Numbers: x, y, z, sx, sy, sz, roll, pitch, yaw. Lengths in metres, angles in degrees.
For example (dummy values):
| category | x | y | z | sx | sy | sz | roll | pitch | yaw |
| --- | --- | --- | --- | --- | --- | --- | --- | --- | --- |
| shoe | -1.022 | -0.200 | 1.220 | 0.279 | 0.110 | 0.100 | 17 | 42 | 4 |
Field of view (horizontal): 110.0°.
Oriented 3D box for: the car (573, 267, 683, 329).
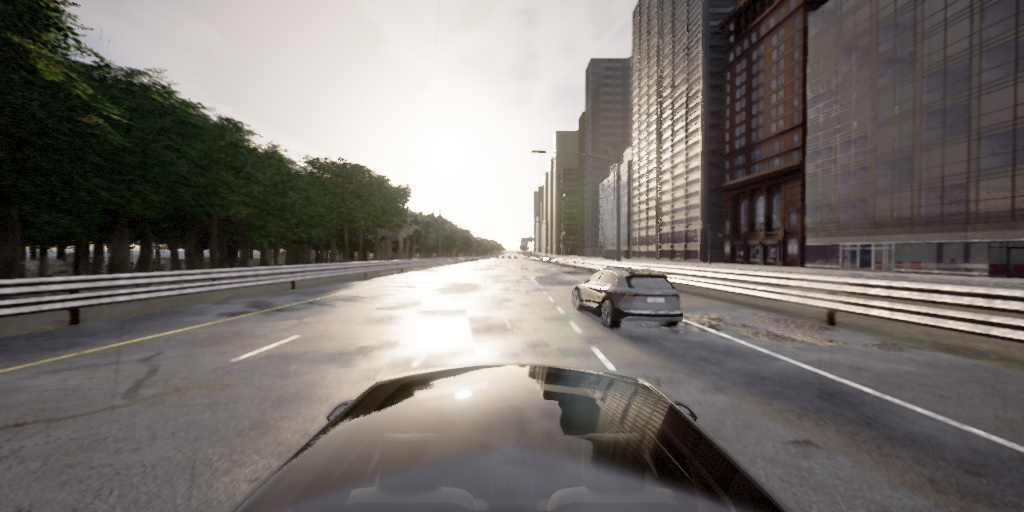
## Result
| category | x | y | z | sx | sy | sz | roll | pitch | yaw |
| --- | --- | --- | --- | --- | --- | --- | --- | --- | --- |
| car | 3.356 | 1.154 | 11.180 | 2.033 | 1.649 | 4.856 | 2 | 0 | -6 |
